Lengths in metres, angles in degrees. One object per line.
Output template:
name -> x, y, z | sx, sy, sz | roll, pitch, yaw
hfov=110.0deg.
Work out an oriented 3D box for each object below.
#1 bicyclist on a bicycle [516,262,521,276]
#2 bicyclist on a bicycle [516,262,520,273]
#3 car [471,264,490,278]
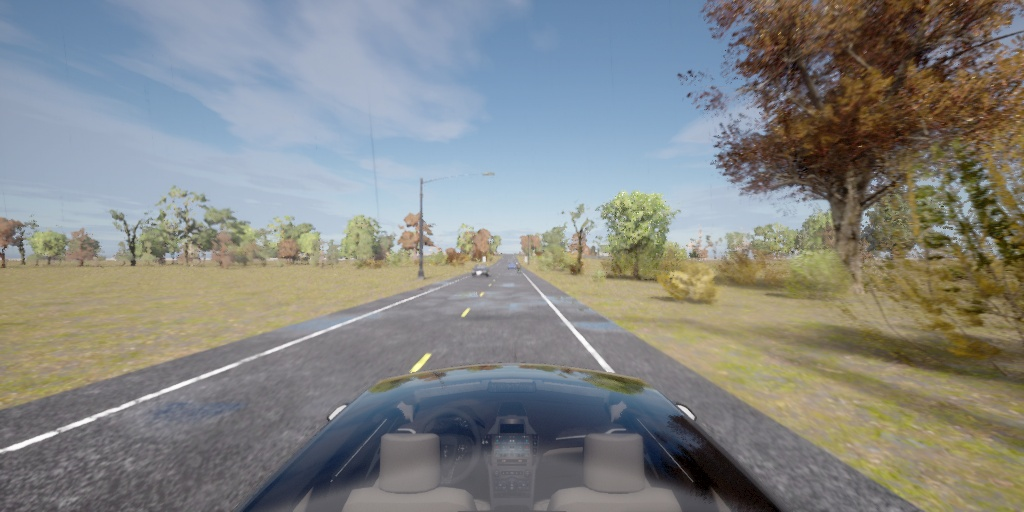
bicyclist on a bicycle -> 0.959, 1.740, 46.590 | 0.582, 1.620, 1.656 | 0, -1, 0
bicyclist on a bicycle -> 0.956, 1.760, 55.478 | 0.659, 1.776, 1.843 | 0, 0, 0
car -> -3.596, 1.721, 41.562 | 2.128, 1.511, 4.902 | 0, -1, 0
